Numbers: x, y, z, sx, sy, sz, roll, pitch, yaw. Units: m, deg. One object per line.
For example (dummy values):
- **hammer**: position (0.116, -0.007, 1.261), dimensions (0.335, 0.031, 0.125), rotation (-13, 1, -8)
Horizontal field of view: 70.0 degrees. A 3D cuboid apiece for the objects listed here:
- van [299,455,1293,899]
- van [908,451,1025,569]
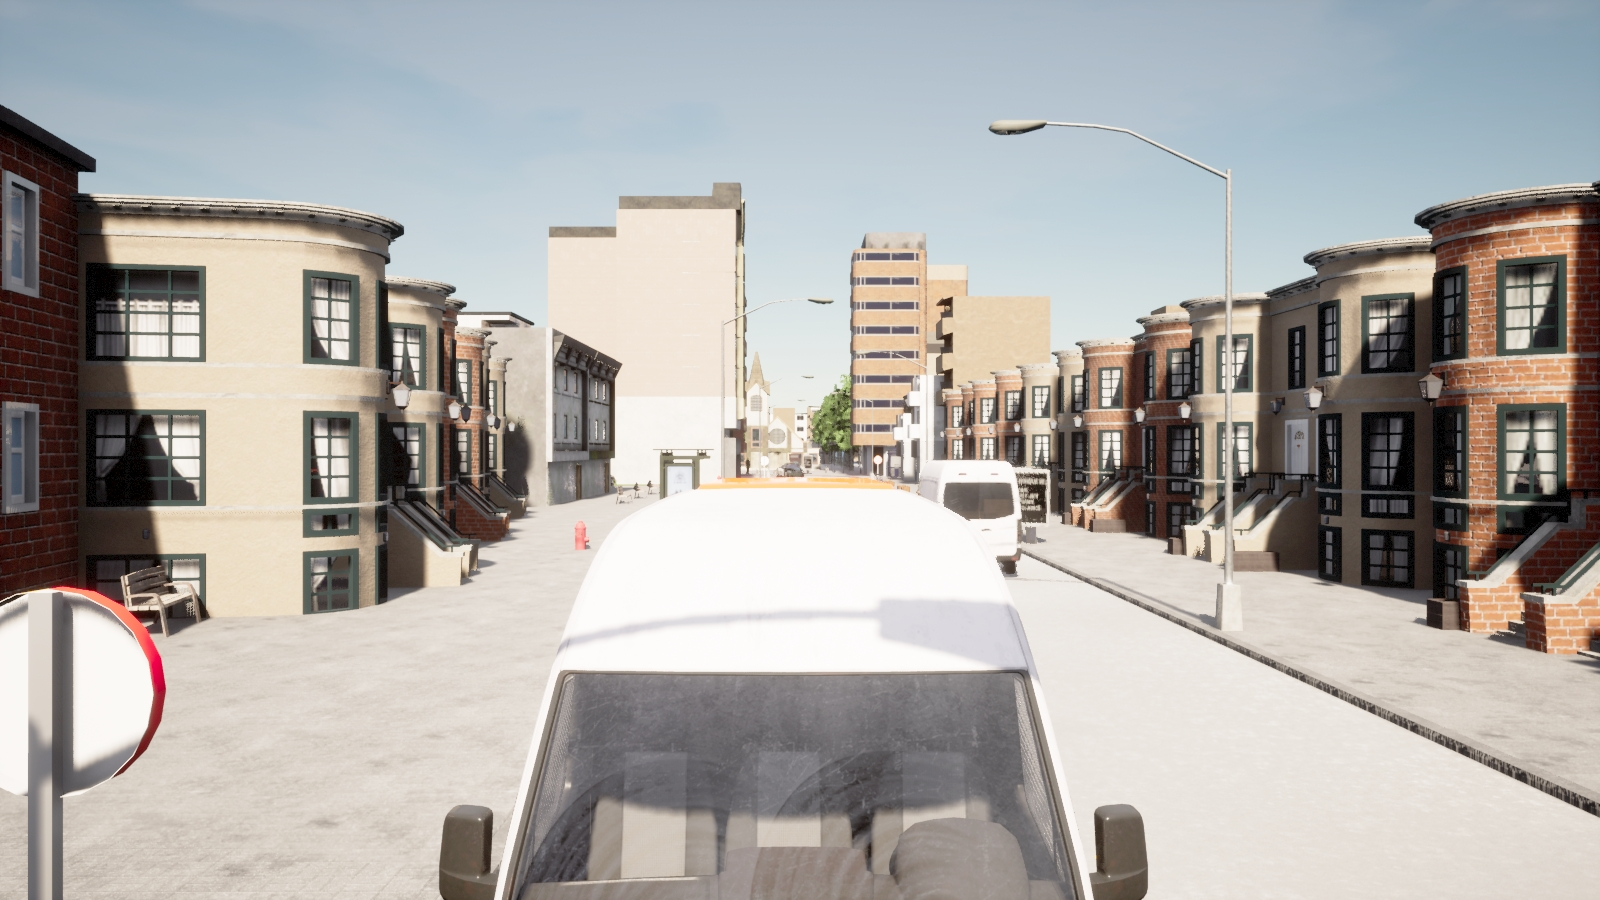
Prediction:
- **van**: position (-0.019, 1.314, 5.243), dimensions (1.988, 2.561, 5.915), rotation (0, 0, 0)
- **van**: position (3.913, 1.315, 27.884), dimensions (1.988, 2.561, 5.915), rotation (0, 0, 0)
